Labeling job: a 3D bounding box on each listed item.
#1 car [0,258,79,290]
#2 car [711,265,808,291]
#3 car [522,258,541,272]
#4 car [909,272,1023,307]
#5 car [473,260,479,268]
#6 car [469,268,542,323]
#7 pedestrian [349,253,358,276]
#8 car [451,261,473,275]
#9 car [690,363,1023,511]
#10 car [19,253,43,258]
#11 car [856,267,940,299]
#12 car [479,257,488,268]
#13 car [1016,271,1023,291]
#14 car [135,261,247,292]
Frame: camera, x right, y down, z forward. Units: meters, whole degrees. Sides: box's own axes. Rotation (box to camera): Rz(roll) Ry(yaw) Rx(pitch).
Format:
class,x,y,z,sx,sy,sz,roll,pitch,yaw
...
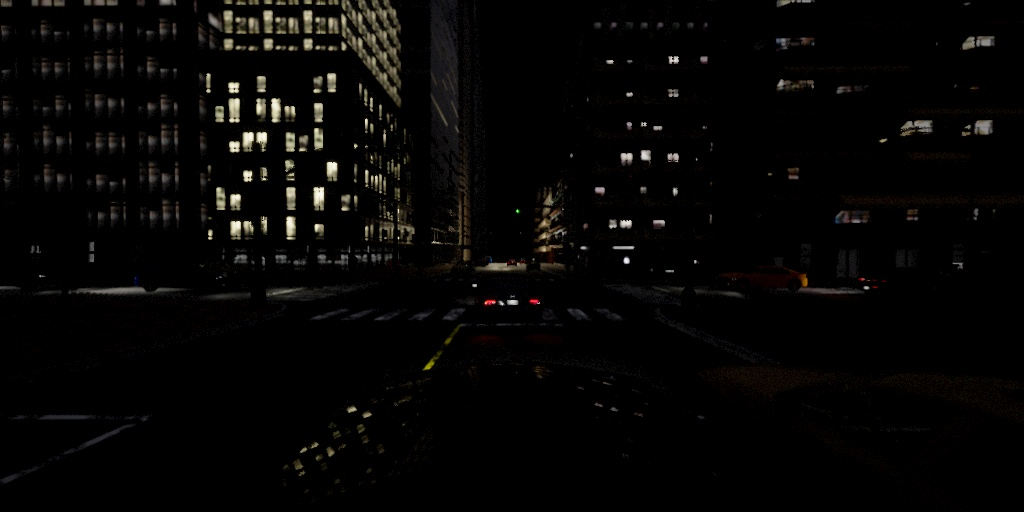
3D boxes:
class,x,y,z,sx,sy,sz,roll,pitch,yaw
car,-27.077,1.041,19.825,4.902,1.511,2.128,1,1,1
car,15.522,1.338,22.430,5.008,1.535,1.882,0,1,1
car,2.689,1.286,45.488,2.007,1.370,4.403,0,0,0
car,21.716,1.575,16.562,4.313,1.339,1.948,0,0,1
car,-5.692,1.301,45.488,1.948,1.339,4.313,0,0,0
car,-0.309,1.294,12.136,2.033,1.411,5.357,0,0,-7
pedestrian,-12.548,0.670,28.350,0.375,1.860,0.375,0,0,1
car,-5.692,1.262,39.663,1.751,1.417,4.829,0,0,0
car,2.820,1.275,2.049,1.751,1.417,4.829,0,0,0
car,-33.614,0.709,25.719,5.009,1.841,2.192,0,0,1
car,21.395,1.467,19.162,4.892,1.490,1.837,0,1,1
car,-5.692,1.277,62.451,1.888,1.381,4.507,0,0,0
car,34.864,1.621,22.154,4.718,1.301,1.895,0,1,1
car,-17.581,1.109,19.695,5.008,1.535,1.882,0,1,0
